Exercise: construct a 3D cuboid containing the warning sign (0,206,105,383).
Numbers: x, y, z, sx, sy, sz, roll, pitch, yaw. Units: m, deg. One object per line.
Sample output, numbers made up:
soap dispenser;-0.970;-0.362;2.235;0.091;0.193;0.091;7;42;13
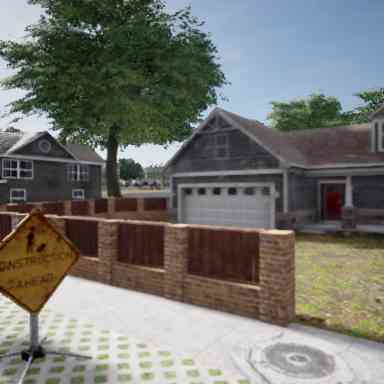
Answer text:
warning sign;-1.917;1.127;4.034;1.060;1.860;1.300;0;0;36
